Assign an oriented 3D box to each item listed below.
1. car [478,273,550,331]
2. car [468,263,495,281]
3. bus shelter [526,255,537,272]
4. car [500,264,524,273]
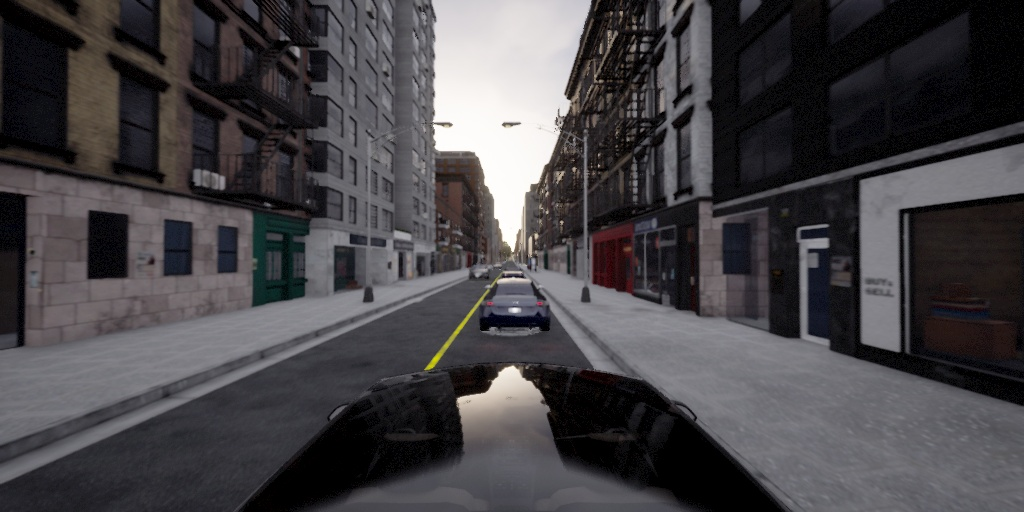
[{"bbox_3d":[0.082,1.400,11.365,1.994,1.385,4.181,0,0,0],"label":"car"},{"bbox_3d":[-3.097,1.570,34.812,2.128,1.511,4.902,0,-1,0],"label":"car"},{"bbox_3d":[3.134,1.194,55.009,1.920,2.740,3.880,0,0,0],"label":"bus shelter"},{"bbox_3d":[0.097,1.660,33.067,1.895,1.301,4.718,0,-1,0],"label":"car"}]
